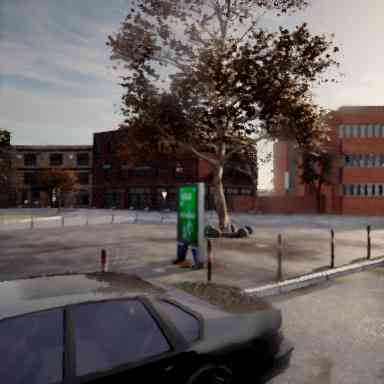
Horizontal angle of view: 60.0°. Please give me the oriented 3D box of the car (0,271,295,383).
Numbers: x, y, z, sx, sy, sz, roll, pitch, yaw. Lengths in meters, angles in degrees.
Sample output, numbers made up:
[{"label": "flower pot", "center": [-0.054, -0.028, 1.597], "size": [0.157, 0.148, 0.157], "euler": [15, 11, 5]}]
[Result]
[{"label": "car", "center": [-1.434, 1.564, 3.072], "size": [5.357, 1.411, 2.033], "euler": [1, -1, -33]}]
